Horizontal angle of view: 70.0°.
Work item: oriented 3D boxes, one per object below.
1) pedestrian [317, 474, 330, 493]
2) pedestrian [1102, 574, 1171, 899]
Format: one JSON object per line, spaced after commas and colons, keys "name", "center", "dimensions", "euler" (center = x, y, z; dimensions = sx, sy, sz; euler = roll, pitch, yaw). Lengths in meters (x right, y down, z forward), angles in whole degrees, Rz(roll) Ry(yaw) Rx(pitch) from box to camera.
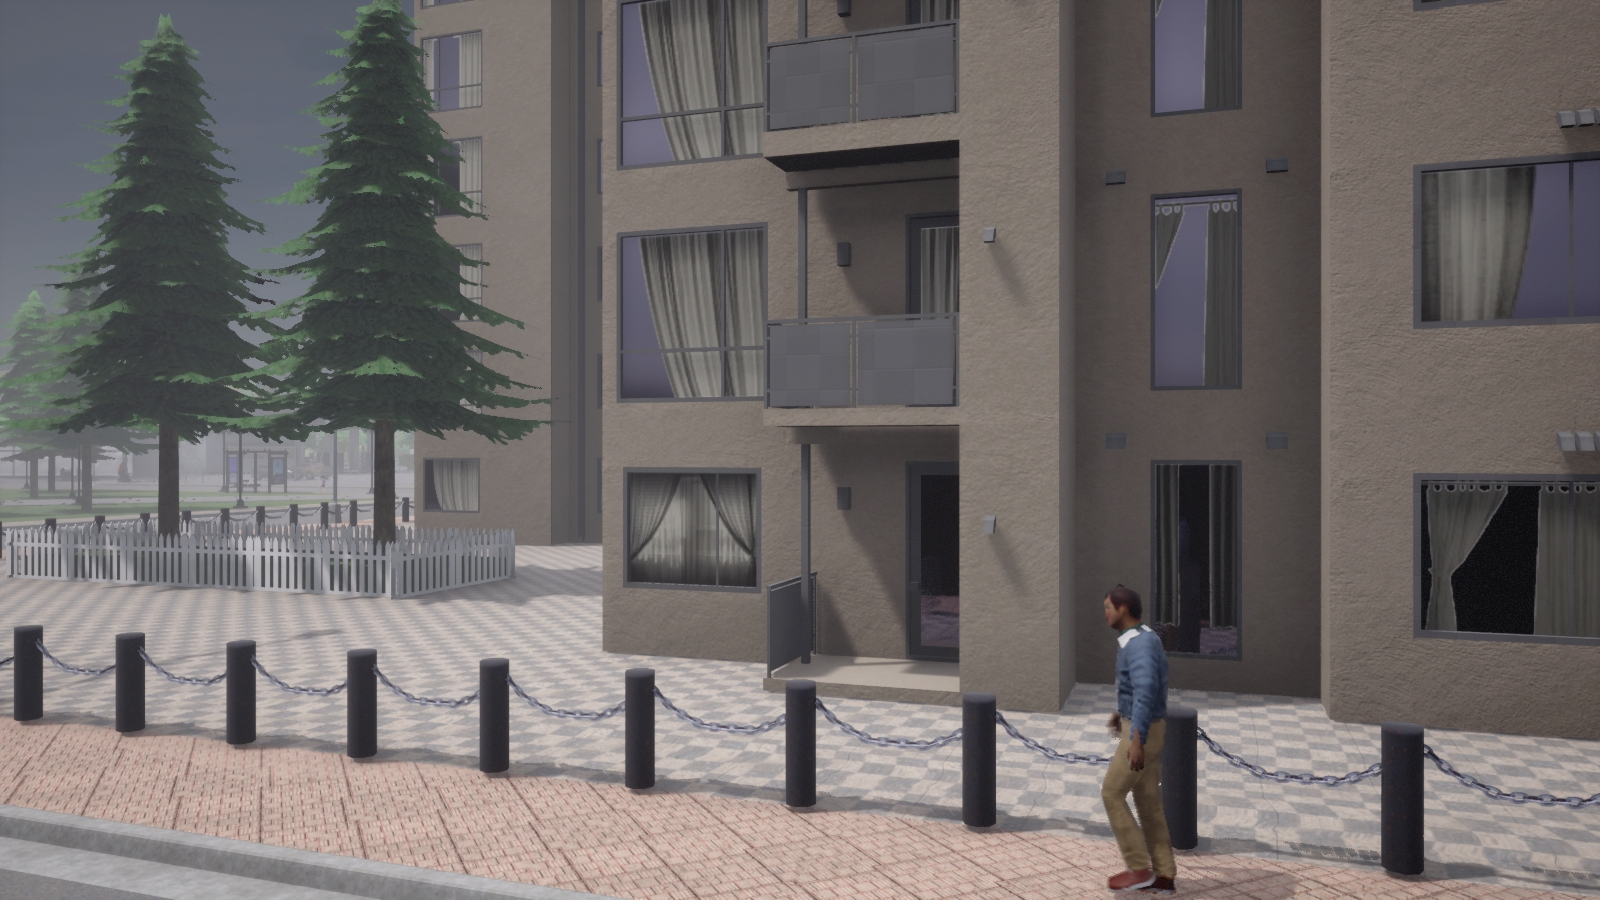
{"name": "pedestrian", "center": [-29.466, 2.072, 70.668], "dimensions": [0.500, 1.100, 0.500], "euler": [0, 0, 22]}
{"name": "pedestrian", "center": [2.008, 1.694, 6.805], "dimensions": [0.375, 1.860, 0.375], "euler": [0, 0, 19]}
